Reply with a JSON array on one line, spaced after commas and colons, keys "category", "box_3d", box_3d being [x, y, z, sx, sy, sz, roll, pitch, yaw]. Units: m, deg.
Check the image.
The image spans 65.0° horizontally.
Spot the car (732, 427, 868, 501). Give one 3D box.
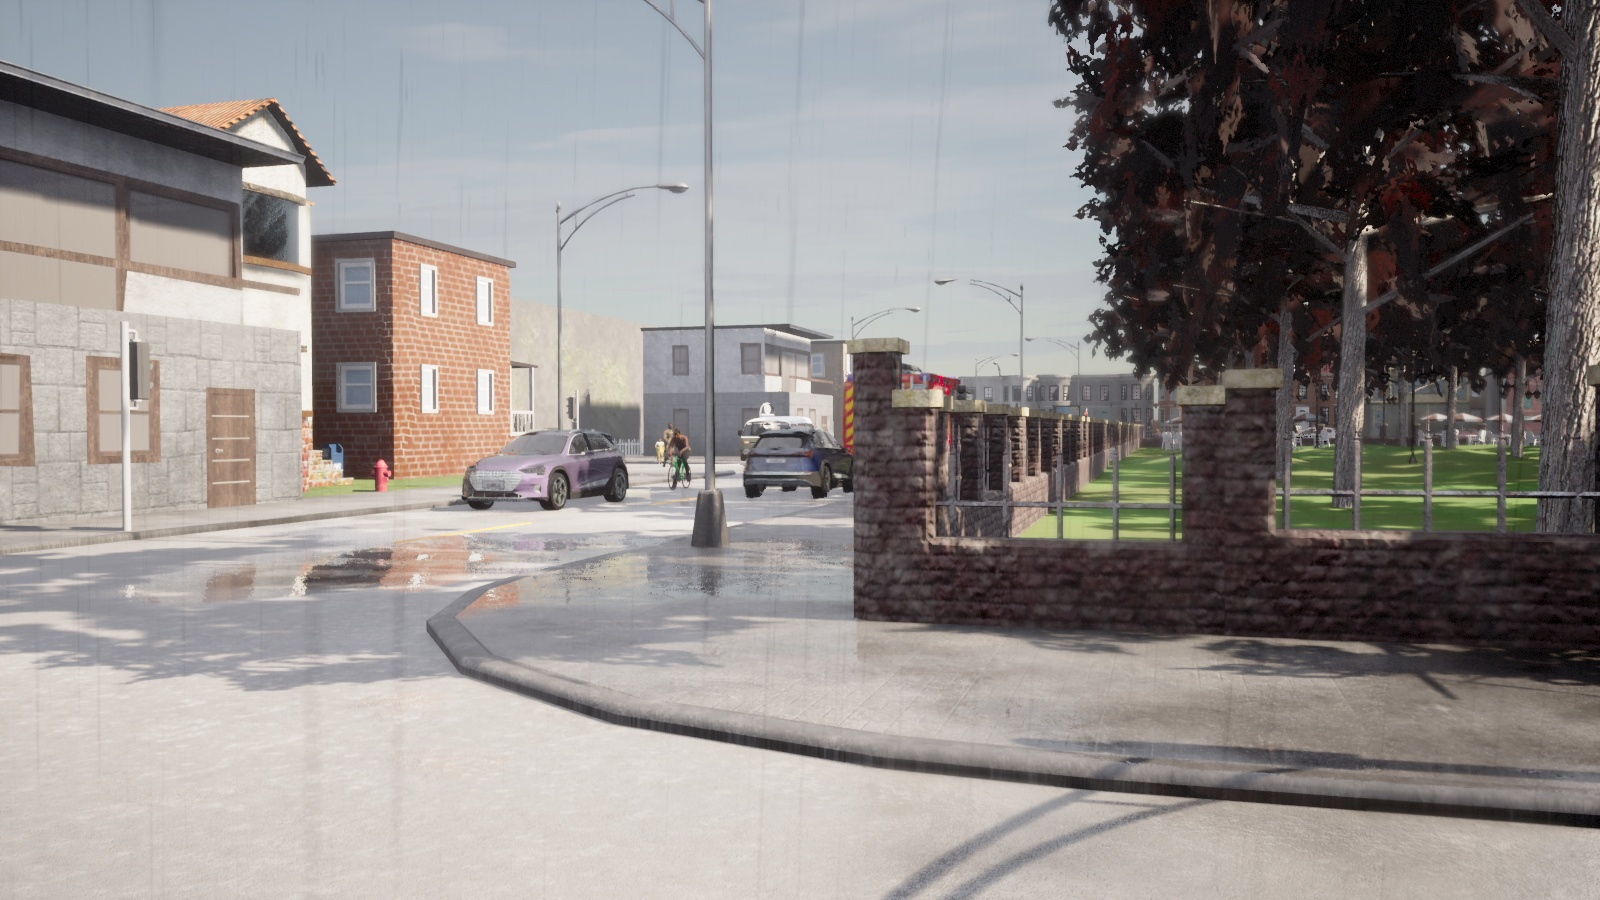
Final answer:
[{"category": "car", "box_3d": [0.101, 0.268, 30.548, 2.033, 1.649, 4.856, 0, 1, 16]}]

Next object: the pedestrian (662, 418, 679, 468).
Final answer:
[{"category": "pedestrian", "box_3d": [-5.105, -0.279, 49.617, 0.396, 1.930, 0.692, 0, 1, -32]}]

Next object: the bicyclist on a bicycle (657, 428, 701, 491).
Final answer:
[{"category": "bicyclist on a bicycle", "box_3d": [-3.213, 0.231, 33.505, 0.582, 1.620, 1.656, 0, 1, 16]}]

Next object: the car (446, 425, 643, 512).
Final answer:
[{"category": "car", "box_3d": [-5.234, 0.313, 26.510, 2.033, 1.649, 4.856, 0, 1, 16]}]

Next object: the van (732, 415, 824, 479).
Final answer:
[{"category": "van", "box_3d": [-0.667, -0.130, 42.319, 2.069, 2.038, 4.480, 0, 1, 13]}]

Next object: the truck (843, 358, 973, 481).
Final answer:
[{"category": "truck", "box_3d": [3.940, -1.024, 43.762, 2.891, 3.827, 8.468, 0, 1, 16]}]
